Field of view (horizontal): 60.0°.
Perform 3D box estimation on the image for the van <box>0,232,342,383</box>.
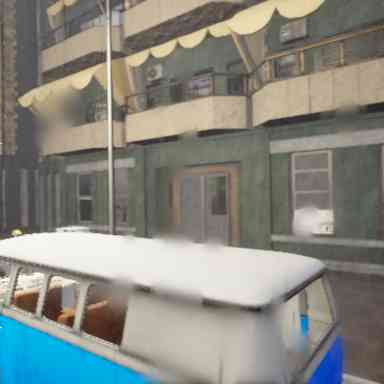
[{"bbox_3d":[-0.677,1.367,3.218,3.998,1.788,1.690,-1,-1,36],"label":"van"}]
